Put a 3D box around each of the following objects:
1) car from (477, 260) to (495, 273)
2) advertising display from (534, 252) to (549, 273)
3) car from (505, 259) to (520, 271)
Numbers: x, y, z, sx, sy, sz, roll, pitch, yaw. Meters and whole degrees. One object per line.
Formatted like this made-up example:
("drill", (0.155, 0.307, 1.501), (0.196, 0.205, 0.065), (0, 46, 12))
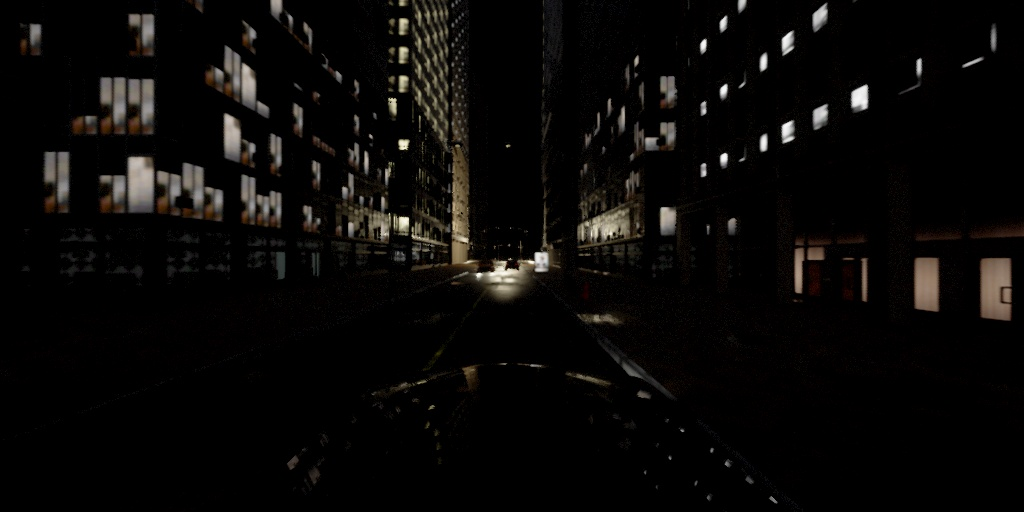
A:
("car", (-3.081, 1.208, 43.378), (1.882, 1.535, 5.008), (0, 0, 0))
("advertising display", (3.133, 0.758, 37.828), (1.540, 2.440, 0.280), (0, 0, 0))
("car", (0.031, 1.252, 49.195), (1.812, 1.442, 4.674), (0, 0, 1))
